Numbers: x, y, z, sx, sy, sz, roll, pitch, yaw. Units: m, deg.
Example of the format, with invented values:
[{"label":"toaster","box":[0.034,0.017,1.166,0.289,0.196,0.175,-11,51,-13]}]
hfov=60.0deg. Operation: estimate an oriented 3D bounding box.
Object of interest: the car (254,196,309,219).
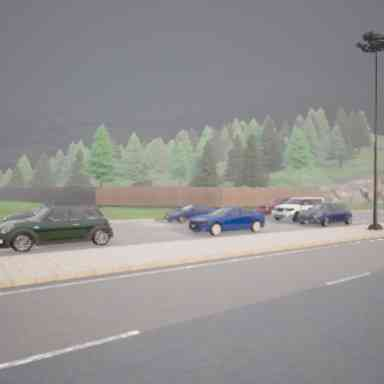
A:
[{"label":"car","box":[8.892,1.477,32.754,5.566,2.045,2.150,1,0,-34]}]

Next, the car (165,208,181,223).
[{"label":"car","box":[0.057,1.669,26.588,4.674,1.442,1.812,1,0,-35]}]

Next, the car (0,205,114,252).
[{"label":"car","box":[-5.723,1.375,14.010,4.553,1.767,2.097,1,0,-35]}]

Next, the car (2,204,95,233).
[{"label":"car","box":[-8.737,1.524,20.437,4.902,1.511,2.128,1,0,-35]}]

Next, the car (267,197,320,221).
[{"label":"car","box":[9.392,1.456,28.737,5.566,2.045,2.150,1,0,-35]}]

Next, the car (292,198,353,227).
[{"label":"car","box":[10.022,1.576,25.012,4.553,1.767,2.097,1,0,-35]}]

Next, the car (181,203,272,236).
[{"label":"car","box":[2.110,1.601,19.487,5.008,1.535,1.882,1,0,-35]}]
